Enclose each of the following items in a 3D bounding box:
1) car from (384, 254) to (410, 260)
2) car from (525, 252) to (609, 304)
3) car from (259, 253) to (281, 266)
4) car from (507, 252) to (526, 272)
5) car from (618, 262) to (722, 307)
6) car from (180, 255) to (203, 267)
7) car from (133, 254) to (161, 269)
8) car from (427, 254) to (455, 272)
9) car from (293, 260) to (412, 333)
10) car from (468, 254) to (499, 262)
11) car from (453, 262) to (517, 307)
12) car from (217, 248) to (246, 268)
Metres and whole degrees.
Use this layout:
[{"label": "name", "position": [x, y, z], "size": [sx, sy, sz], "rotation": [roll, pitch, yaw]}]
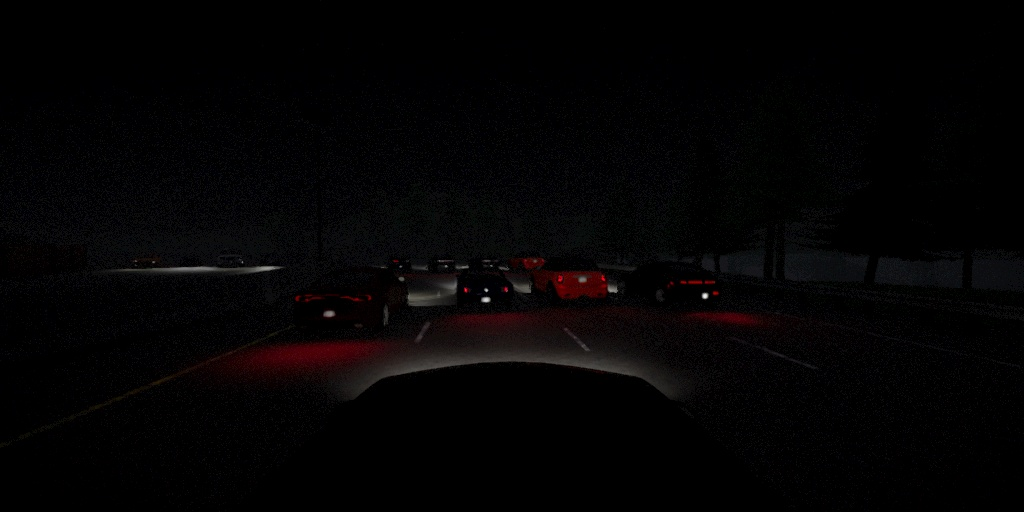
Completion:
[{"label": "car", "position": [-9.908, 0.592, 31.152], "size": [2.128, 1.511, 4.902], "rotation": [-1, 1, -23]}, {"label": "car", "position": [2.124, 0.802, 14.549], "size": [2.097, 1.767, 4.553], "rotation": [0, 1, -9]}, {"label": "car", "position": [-28.482, 0.389, 42.067], "size": [2.128, 1.511, 4.902], "rotation": [-1, 2, -38]}, {"label": "car", "position": [1.167, 0.415, 31.534], "size": [2.097, 1.767, 4.553], "rotation": [-1, 1, -20]}, {"label": "car", "position": [5.794, 0.962, 13.829], "size": [1.837, 1.490, 4.892], "rotation": [0, 1, -9]}, {"label": "car", "position": [-36.303, 0.551, 40.681], "size": [1.895, 1.301, 4.718], "rotation": [-1, 2, -41]}, {"label": "car", "position": [-38.663, 0.494, 38.043], "size": [1.882, 1.535, 5.008], "rotation": [-1, 1, -41]}, {"label": "car", "position": [-6.223, 0.577, 31.380], "size": [2.128, 1.511, 4.902], "rotation": [-1, 1, -21]}, {"label": "car", "position": [-4.241, 1.043, 10.212], "size": [1.882, 1.535, 5.008], "rotation": [0, 1, -7]}, {"label": "car", "position": [-2.566, 0.563, 31.595], "size": [2.128, 1.511, 4.902], "rotation": [-1, 1, -21]}, {"label": "car", "position": [-1.209, 1.076, 13.820], "size": [1.895, 1.301, 4.718], "rotation": [0, 1, -9]}, {"label": "car", "position": [-30.721, 0.188, 39.311], "size": [2.150, 2.045, 5.566], "rotation": [-1, 2, -37]}]
